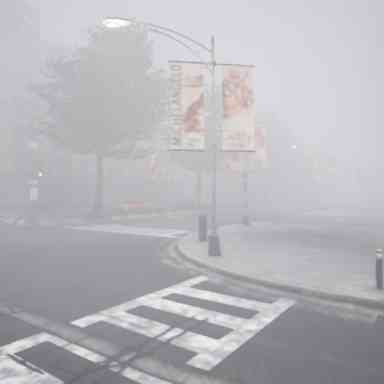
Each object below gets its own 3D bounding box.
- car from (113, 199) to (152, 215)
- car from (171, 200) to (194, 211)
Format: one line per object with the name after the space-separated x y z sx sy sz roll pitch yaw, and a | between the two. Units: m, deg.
-6.578 1.594 37.157 2.097 1.767 4.553 -1 0 35 | car
-0.895 1.768 45.159 1.812 1.442 4.674 -1 0 35 | car
